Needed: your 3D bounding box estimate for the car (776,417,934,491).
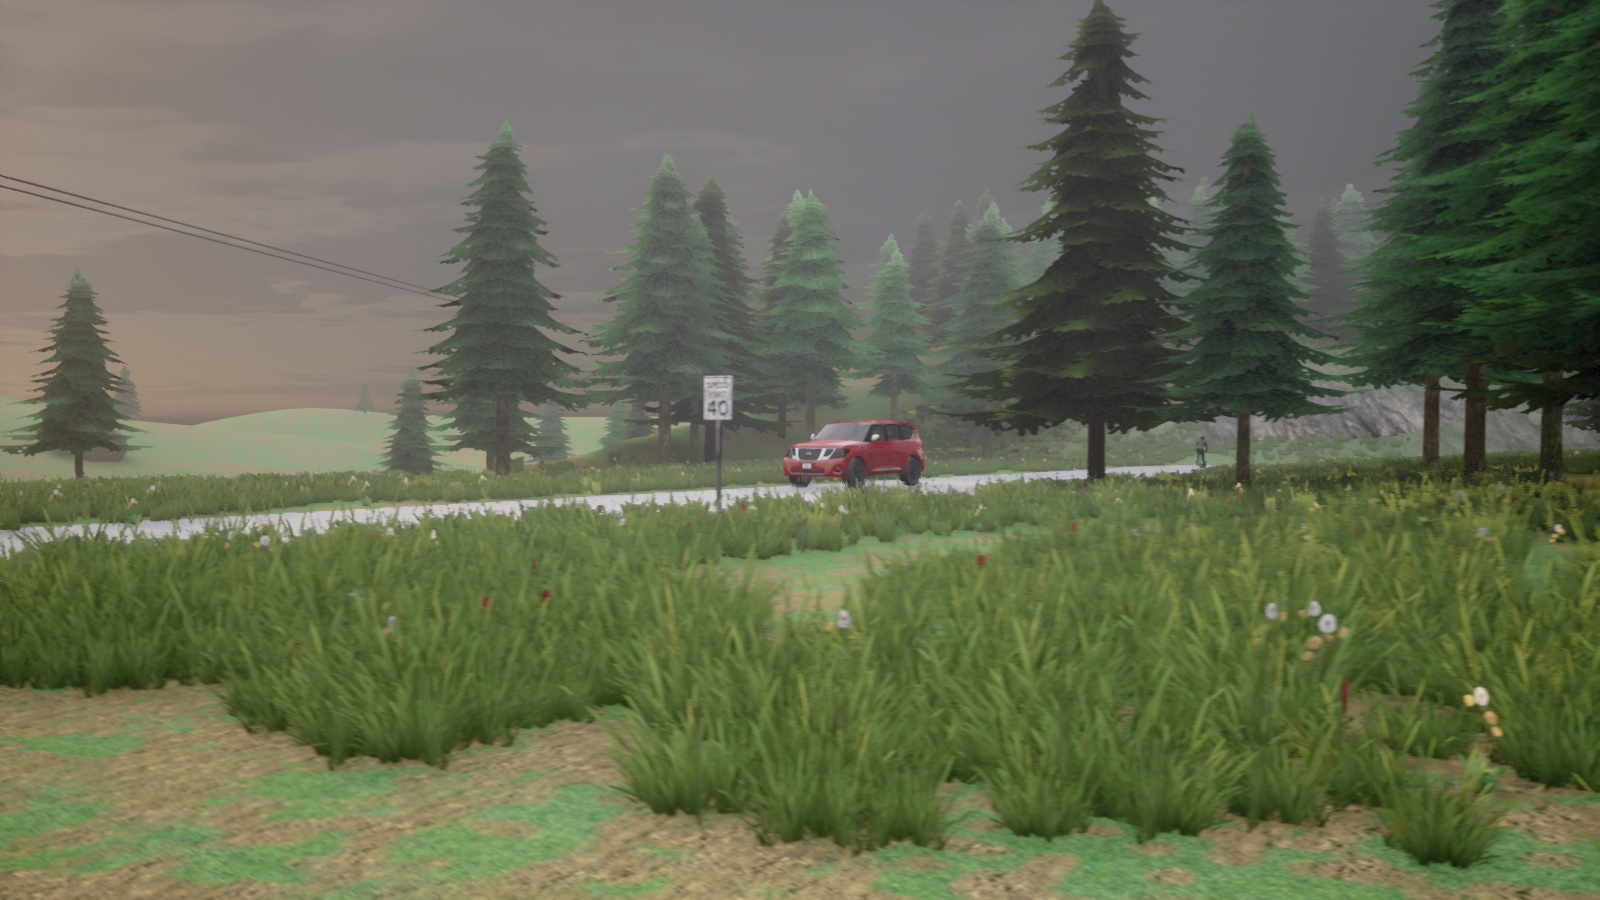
[{"bbox_3d":[1.754,0.055,37.650,2.150,2.045,5.566,0,1,34],"label":"car"}]
